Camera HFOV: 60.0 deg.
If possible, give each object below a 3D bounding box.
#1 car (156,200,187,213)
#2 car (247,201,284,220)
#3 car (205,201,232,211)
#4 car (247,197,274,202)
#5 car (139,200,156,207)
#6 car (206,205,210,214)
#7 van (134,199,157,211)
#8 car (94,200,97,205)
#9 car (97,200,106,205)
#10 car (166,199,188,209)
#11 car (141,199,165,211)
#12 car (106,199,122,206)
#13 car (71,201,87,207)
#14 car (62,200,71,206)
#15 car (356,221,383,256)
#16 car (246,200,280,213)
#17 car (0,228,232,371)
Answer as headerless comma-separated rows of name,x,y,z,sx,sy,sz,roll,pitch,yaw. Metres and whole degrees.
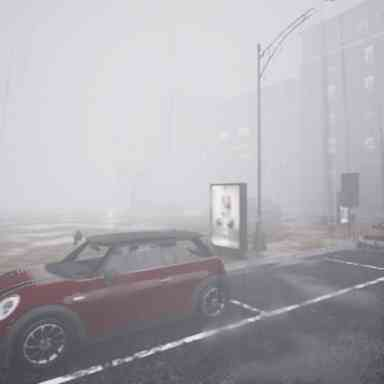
car,-2.575,2.120,44.854,1.887,1.381,4.507,-2,0,-36
car,6.749,1.893,31.853,2.008,1.369,4.403,-2,0,-36
car,3.938,2.104,50.428,1.802,1.307,4.206,-2,0,-36
car,7.110,1.590,36.014,2.150,2.045,5.566,-1,-1,-36
car,-9.161,2.432,68.446,1.802,1.307,4.206,-2,0,-36
car,3.490,1.974,36.369,2.008,1.369,4.403,-2,0,-36
van,-7.485,2.040,51.747,1.690,1.788,3.998,-2,0,-36
car,-25.456,2.805,91.027,1.887,1.381,4.507,-2,0,-36
car,-22.197,2.744,86.511,1.947,1.339,4.313,-2,0,-36
car,-2.644,2.126,59.417,1.967,1.590,4.097,-2,0,-36
car,-6.479,2.060,54.964,2.097,1.767,4.553,-1,0,-35
car,-18.941,2.536,81.995,1.967,1.590,4.097,-2,0,-36
car,-25.734,2.709,77.092,2.008,1.369,4.403,-2,0,-36
car,-32.252,2.868,86.124,1.887,1.381,4.507,-2,0,-36
car,7.662,1.584,12.006,4.206,1.307,1.802,0,0,-35
car,9.184,1.832,43.238,1.967,1.590,4.097,-2,0,-36
car,-1.351,1.440,5.602,4.097,1.590,1.967,0,0,-35
